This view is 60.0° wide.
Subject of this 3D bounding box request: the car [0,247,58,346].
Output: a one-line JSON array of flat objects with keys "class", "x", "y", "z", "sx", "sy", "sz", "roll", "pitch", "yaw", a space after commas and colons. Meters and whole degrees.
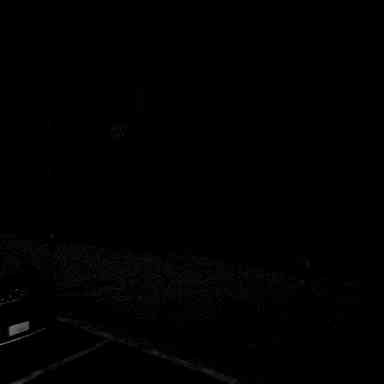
[{"class": "car", "x": -4.093, "y": 1.616, "z": 5.729, "sx": 4.403, "sy": 1.369, "sz": 2.008, "roll": -1, "pitch": 0, "yaw": 35}]
